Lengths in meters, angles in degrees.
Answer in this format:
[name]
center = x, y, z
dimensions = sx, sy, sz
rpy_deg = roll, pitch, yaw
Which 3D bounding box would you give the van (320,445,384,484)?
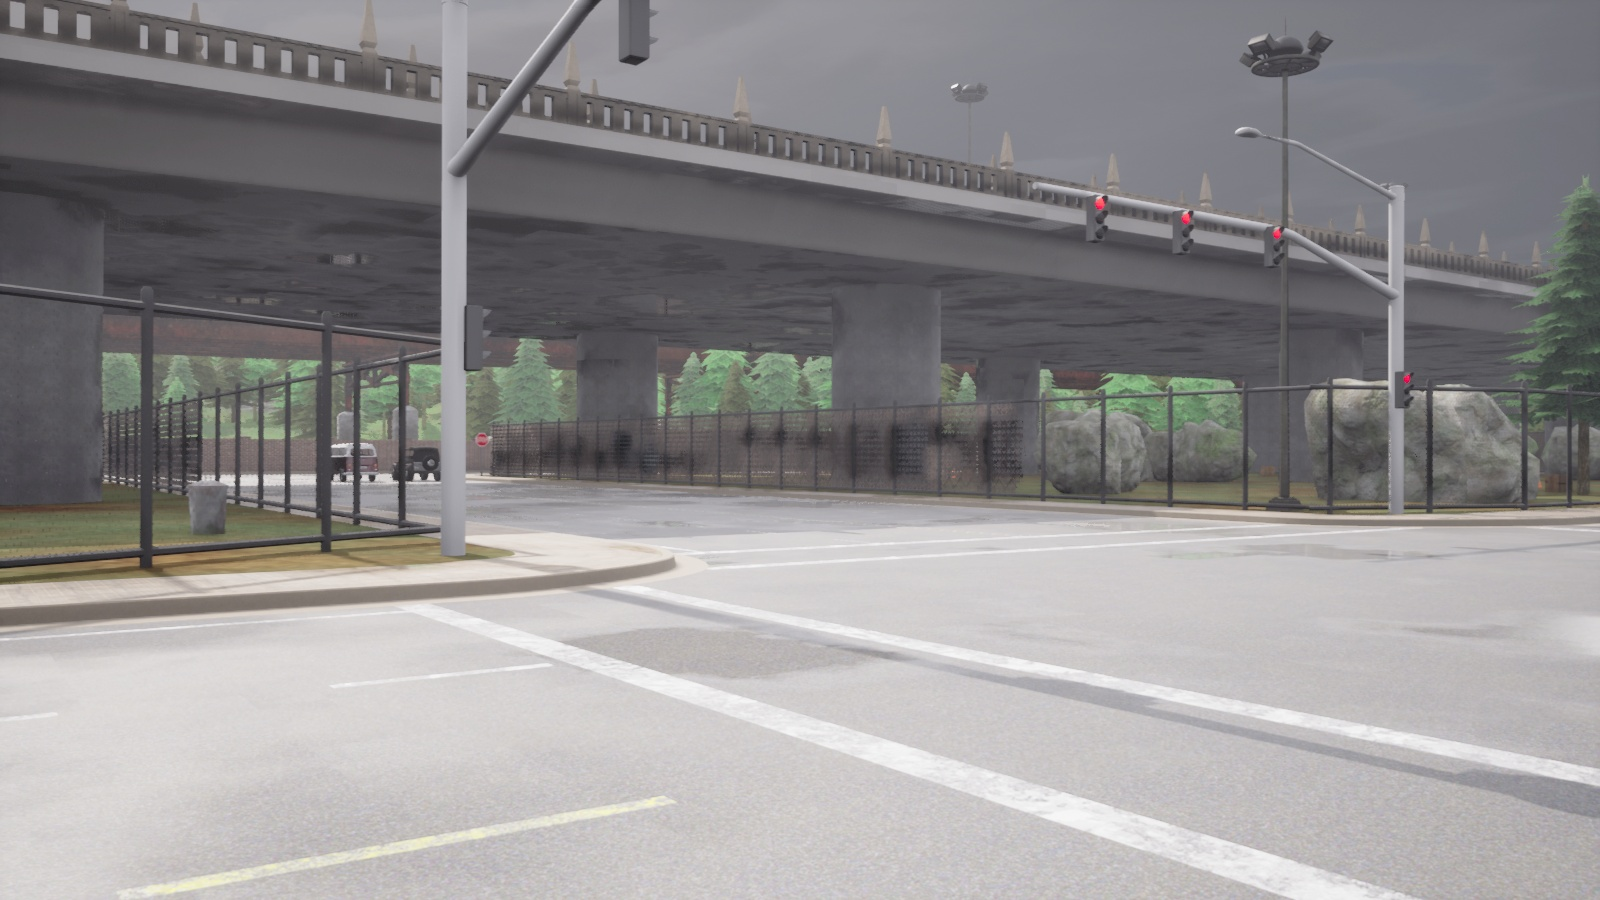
[van]
center = -23.909, 0.754, 66.902
dimensions = 2.069, 2.038, 4.480
rpy_deg = 0, 0, -35

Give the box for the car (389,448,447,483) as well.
[car]
center = -20.921, 0.828, 68.738
dimensions = 1.905, 1.878, 3.866
rpy_deg = 0, 0, -35
